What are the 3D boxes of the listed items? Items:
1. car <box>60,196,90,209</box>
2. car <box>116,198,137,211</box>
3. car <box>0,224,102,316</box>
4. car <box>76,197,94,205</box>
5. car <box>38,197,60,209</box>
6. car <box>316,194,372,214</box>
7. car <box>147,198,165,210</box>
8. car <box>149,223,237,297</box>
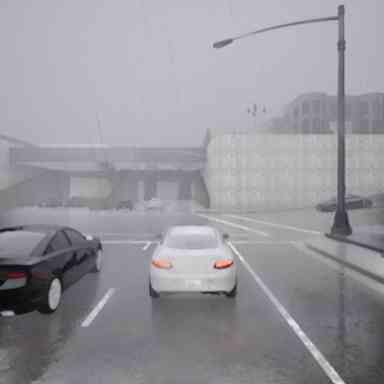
[{"bbox_3d":[-15.207,1.298,43.962,2.097,1.767,4.553,0,0,-2],"label":"car"},{"bbox_3d":[-7.868,1.455,40.093,1.837,1.490,4.892,0,0,-2],"label":"car"},{"bbox_3d":[-3.483,1.468,7.602,1.882,1.535,5.008,0,0,0],"label":"car"},{"bbox_3d":[-19.219,1.527,59.964,1.895,1.301,4.718,0,0,-1],"label":"car"},{"bbox_3d":[-18.714,1.437,44.130,2.128,1.511,4.902,0,0,-2],"label":"car"},{"bbox_3d":[12.387,0.906,27.274,4.181,1.385,1.994,-7,0,-1],"label":"car"},{"bbox_3d":[-4.411,1.474,41.056,1.812,1.442,4.674,0,0,-2],"label":"car"},{"bbox_3d":[0.010,1.515,8.403,1.812,1.442,4.674,0,0,0],"label":"car"}]
